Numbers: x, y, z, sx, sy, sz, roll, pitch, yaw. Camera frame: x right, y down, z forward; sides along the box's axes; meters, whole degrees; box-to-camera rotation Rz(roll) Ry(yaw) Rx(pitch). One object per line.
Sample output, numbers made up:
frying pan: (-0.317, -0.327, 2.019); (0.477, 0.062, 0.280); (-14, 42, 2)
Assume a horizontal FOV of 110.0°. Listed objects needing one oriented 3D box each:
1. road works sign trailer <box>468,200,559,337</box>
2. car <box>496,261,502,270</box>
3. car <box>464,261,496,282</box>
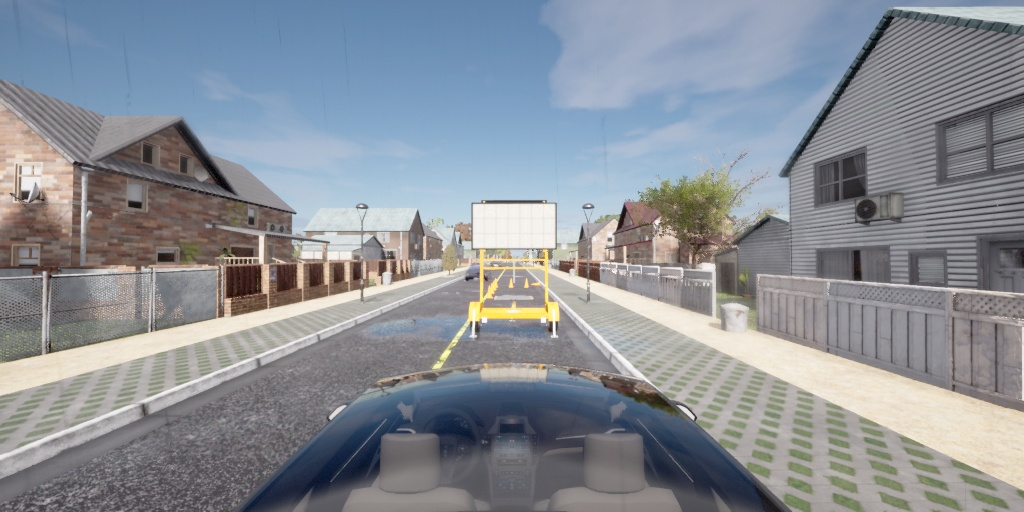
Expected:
road works sign trailer: (0.060, 0.220, 10.240); (2.380, 3.560, 2.880); (0, 0, 1)
car: (-2.472, 1.368, 55.753); (2.128, 1.511, 4.902); (0, 0, 0)
car: (-2.705, 1.337, 29.635); (2.033, 1.411, 5.357); (0, 0, 0)
